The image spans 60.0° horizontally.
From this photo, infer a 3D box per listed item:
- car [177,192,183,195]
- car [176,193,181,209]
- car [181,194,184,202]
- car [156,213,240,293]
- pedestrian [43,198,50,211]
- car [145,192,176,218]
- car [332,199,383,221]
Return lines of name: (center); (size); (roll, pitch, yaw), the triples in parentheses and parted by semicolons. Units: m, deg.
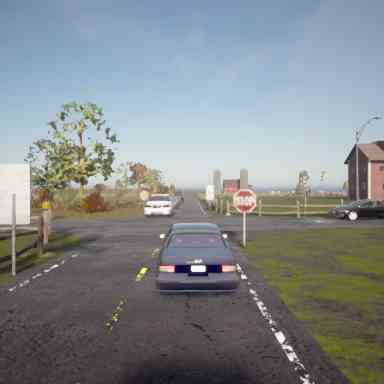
car: (-2.811, 1.110, 69.989); (2.150, 2.045, 5.566); (0, 0, 0)
car: (-2.879, 1.348, 43.868); (2.097, 1.767, 4.553); (0, 0, 0)
car: (-2.852, 1.521, 57.144); (1.812, 1.442, 4.674); (0, 0, 1)
car: (0.067, 1.546, 9.001); (2.033, 1.411, 5.357); (0, 0, -1)
pedestrian: (-12.183, 1.412, 27.790); (0.375, 1.860, 0.375); (0, 1, 0)
car: (-2.878, 1.207, 30.033); (2.150, 2.045, 5.566); (0, -1, 0)
car: (12.941, 1.285, 24.592); (4.892, 1.490, 1.837); (-1, 0, 0)
